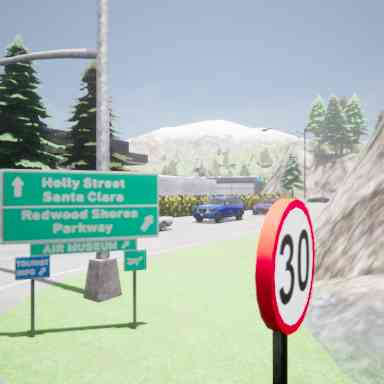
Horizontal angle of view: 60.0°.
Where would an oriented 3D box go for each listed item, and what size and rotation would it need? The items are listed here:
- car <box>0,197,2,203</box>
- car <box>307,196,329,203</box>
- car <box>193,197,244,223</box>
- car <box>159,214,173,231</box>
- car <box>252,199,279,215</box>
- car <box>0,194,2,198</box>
[{"bbox_3d":[-12.450,1.530,26.030,1.905,1.878,3.866,0,0,35],"label":"car"},{"bbox_3d":[28.270,1.738,74.720,2.128,1.511,4.902,0,0,-42],"label":"car"},{"bbox_3d":[2.391,1.427,27.902,2.150,2.045,5.566,0,0,36],"label":"car"},{"bbox_3d":[-3.292,1.807,20.045,1.895,1.301,4.718,0,0,36],"label":"car"},{"bbox_3d":[8.303,1.558,36.060,2.097,1.767,4.553,0,0,36],"label":"car"},{"bbox_3d":[-38.773,1.563,69.900,4.514,1.523,2.007,0,0,35],"label":"car"}]
